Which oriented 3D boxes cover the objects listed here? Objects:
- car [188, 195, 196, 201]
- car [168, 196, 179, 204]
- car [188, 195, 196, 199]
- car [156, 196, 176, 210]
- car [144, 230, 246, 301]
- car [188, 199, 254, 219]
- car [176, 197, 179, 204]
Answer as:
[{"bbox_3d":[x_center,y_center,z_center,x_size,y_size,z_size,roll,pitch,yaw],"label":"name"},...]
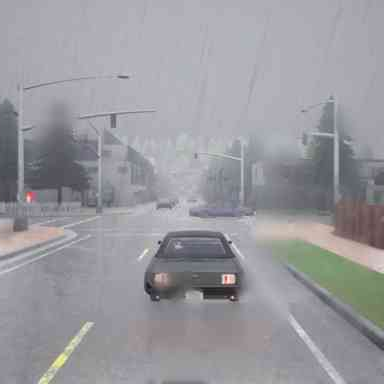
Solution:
[{"bbox_3d":[-0.001,1.478,81.512,1.882,1.535,5.008,0,0,0],"label":"car"},{"bbox_3d":[-3.557,1.564,64.144,1.994,1.385,4.181,0,0,0],"label":"car"},{"bbox_3d":[0.002,1.595,71.476,1.895,1.301,4.718,0,0,0],"label":"car"},{"bbox_3d":[-3.595,1.477,44.121,1.882,1.535,5.008,0,0,0],"label":"car"},{"bbox_3d":[0.068,1.601,8.245,1.895,1.301,4.718,0,0,0],"label":"car"},{"bbox_3d":[2.442,1.539,28.206,5.357,1.411,2.033,0,0,-4],"label":"car"},{"bbox_3d":[-3.590,1.505,54.082,1.837,1.490,4.892,0,0,0],"label":"car"}]
